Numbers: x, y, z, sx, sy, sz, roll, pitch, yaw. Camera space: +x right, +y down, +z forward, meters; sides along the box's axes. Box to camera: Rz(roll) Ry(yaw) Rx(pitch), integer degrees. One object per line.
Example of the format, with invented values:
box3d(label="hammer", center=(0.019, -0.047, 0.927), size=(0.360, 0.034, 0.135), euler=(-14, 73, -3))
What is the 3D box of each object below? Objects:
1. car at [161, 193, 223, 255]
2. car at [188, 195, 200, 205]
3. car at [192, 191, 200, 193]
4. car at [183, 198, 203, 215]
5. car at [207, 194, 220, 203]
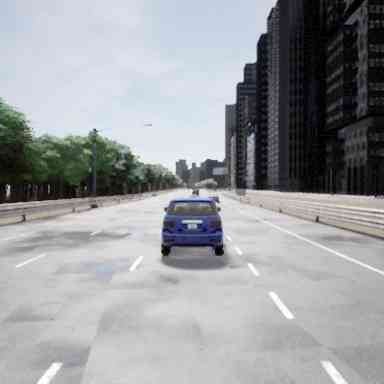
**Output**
box3d(label="car", center=(0.019, 1.198, 13.417), size=(2.150, 2.045, 5.566), euler=(0, 0, 0))
box3d(label="car", center=(0.305, 1.264, 53.035), size=(1.837, 1.490, 4.892), euler=(0, 0, 1))
box3d(label="car", center=(0.584, 1.106, 73.586), size=(1.994, 1.385, 4.181), euler=(0, 1, 1))
box3d(label="car", center=(0.120, 1.406, 33.024), size=(1.812, 1.442, 4.674), euler=(0, 0, 0))
box3d(label="car", center=(4.019, 1.193, 62.205), size=(2.128, 1.511, 4.902), euler=(0, 1, 1))
